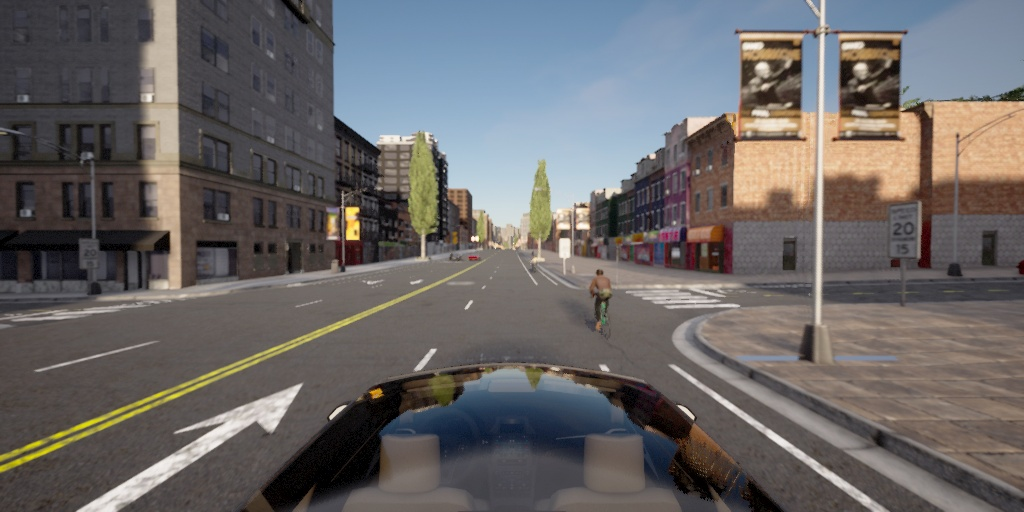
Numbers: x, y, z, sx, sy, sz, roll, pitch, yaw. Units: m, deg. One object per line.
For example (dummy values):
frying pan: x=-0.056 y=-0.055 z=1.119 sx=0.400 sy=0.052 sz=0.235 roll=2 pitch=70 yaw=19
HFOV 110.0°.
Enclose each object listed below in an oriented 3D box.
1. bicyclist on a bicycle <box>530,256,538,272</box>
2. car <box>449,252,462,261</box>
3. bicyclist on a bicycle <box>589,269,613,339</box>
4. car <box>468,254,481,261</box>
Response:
bicyclist on a bicycle: x=2.183 y=0.788 z=34.709 sx=0.866 sy=1.612 sz=1.509 roll=0 pitch=1 yaw=0
car: x=-9.842 y=0.126 z=62.680 sx=1.837 sy=1.490 sz=4.892 roll=0 pitch=2 yaw=0
bicyclist on a bicycle: x=2.240 y=1.156 z=9.001 sx=0.582 sy=1.620 sz=1.656 roll=0 pitch=0 yaw=0
car: x=-6.592 y=0.222 z=62.657 sx=1.895 sy=1.301 sz=4.718 roll=0 pitch=2 yaw=0
